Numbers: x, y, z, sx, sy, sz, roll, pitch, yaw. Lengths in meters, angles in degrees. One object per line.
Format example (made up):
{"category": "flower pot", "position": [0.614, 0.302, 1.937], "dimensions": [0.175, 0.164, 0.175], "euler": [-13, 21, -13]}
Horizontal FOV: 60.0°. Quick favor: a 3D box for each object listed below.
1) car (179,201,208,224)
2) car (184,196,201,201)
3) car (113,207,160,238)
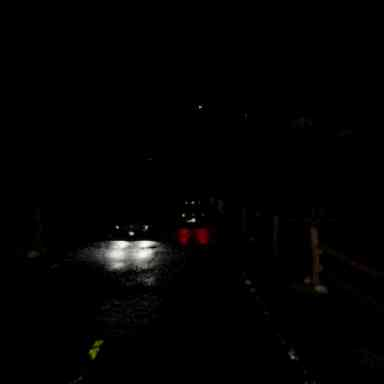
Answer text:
{"category": "car", "position": [0.096, 1.556, 23.963], "dimensions": [1.895, 1.301, 4.718], "euler": [0, 0, 0]}
{"category": "car", "position": [0.092, 1.307, 41.542], "dimensions": [2.097, 1.767, 4.553], "euler": [0, 0, 0]}
{"category": "car", "position": [-2.754, 1.509, 17.811], "dimensions": [2.033, 1.411, 5.357], "euler": [0, 0, 0]}
